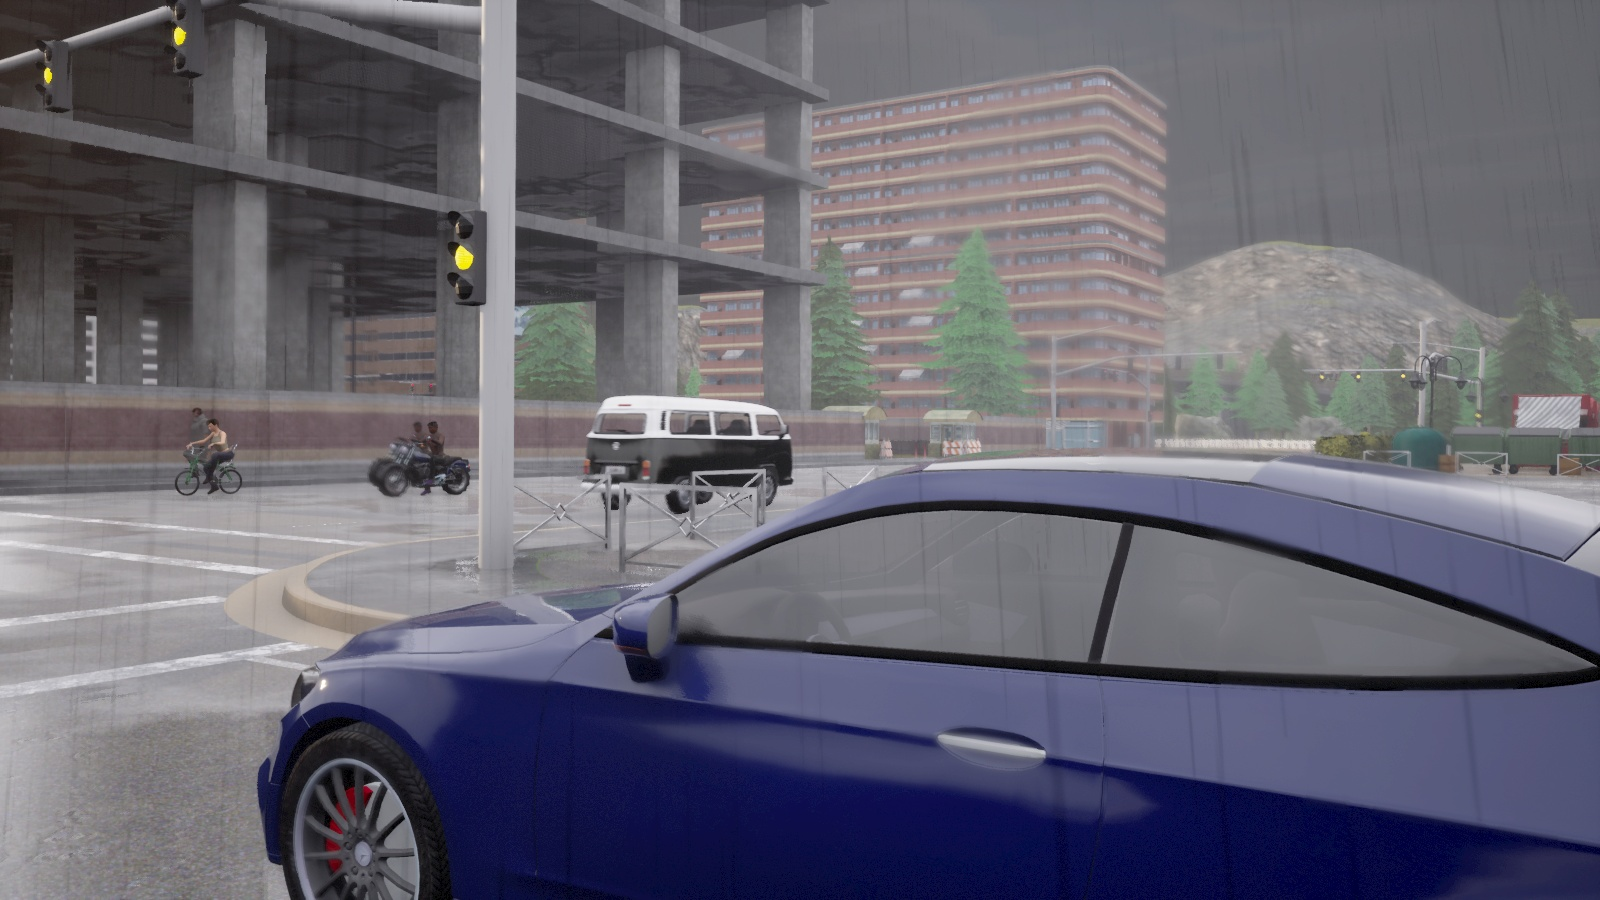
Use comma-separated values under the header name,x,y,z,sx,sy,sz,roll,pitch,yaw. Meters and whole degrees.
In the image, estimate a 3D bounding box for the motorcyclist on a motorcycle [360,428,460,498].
name,x,y,z,sx,sy,sz,roll,pitch,yaw
motorcyclist on a motorcycle,-9.510,0.293,30.723,0.766,1.649,2.350,0,1,33

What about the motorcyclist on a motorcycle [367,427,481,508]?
name,x,y,z,sx,sy,sz,roll,pitch,yaw
motorcyclist on a motorcycle,-7.963,0.334,26.710,0.766,1.649,2.350,0,1,33

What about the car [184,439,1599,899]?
name,x,y,z,sx,sy,sz,roll,pitch,yaw
car,0.620,0.708,3.212,4.674,1.442,1.812,0,1,34

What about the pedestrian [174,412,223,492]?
name,x,y,z,sx,sy,sz,roll,pitch,yaw
pedestrian,-15.092,0.043,31.523,0.659,1.952,0.873,0,1,34

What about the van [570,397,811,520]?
name,x,y,z,sx,sy,sz,roll,pitch,yaw
van,-1.899,0.100,23.192,2.069,2.038,4.480,0,1,33

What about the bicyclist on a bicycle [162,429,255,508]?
name,x,y,z,sx,sy,sz,roll,pitch,yaw
bicyclist on a bicycle,-12.388,0.365,26.348,0.866,1.612,1.509,0,1,34
